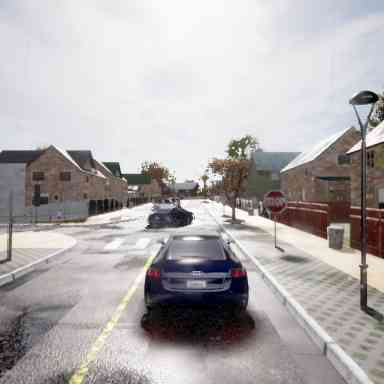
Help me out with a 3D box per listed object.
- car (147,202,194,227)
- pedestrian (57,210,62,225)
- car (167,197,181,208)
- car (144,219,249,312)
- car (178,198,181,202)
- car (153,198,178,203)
[{"bbox_3d":[-1.449,1.695,24.001,1.994,1.385,4.181,1,1,27],"label":"car"},{"bbox_3d":[-9.918,1.856,24.844,0.500,1.100,0.500,0,-2,5],"label":"pedestrian"},{"bbox_3d":[-2.855,1.650,53.906,1.882,1.535,5.008,0,0,0],"label":"car"},{"bbox_3d":[0.093,1.574,7.798,1.994,1.385,4.181,0,0,0],"label":"car"},{"bbox_3d":[-2.856,1.625,43.612,1.837,1.490,4.892,0,0,0],"label":"car"},{"bbox_3d":[-2.858,1.432,33.507,2.097,1.767,4.553,0,0,0],"label":"car"}]
